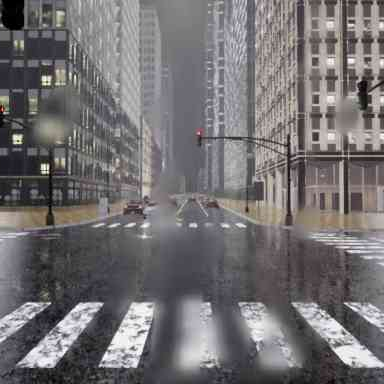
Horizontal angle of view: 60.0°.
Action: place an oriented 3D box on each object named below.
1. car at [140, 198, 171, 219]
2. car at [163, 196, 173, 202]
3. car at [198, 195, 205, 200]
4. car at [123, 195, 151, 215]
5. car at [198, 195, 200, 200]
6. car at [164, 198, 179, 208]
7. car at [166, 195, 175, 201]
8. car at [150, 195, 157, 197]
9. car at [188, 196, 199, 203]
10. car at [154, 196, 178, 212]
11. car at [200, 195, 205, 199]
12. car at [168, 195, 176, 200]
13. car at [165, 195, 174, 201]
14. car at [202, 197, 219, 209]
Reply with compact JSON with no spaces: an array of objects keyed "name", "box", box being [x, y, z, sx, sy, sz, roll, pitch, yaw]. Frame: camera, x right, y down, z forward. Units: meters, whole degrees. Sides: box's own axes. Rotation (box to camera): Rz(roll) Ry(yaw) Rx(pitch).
[{"name":"car","box":[-3.109,1.537,29.214,1.812,1.442,4.674,0,0,0]},{"name":"car","box":[-5.689,1.582,78.342,2.008,1.369,4.403,1,0,0]},{"name":"car","box":[2.688,1.583,95.150,1.887,1.381,4.507,1,0,0]},{"name":"car","box":[-5.679,1.453,33.741,1.967,1.590,4.097,1,0,0]},{"name":"car","box":[2.693,1.590,61.687,1.947,1.339,4.313,1,0,0]},{"name":"car","box":[-3.099,1.620,50.879,1.895,1.301,4.718,0,0,0]},{"name":"car","box":[-5.691,1.587,89.493,2.008,1.369,4.403,1,0,0]},{"name":"car","box":[-5.679,1.332,44.891,2.192,1.841,5.009,1,0,0]},{"name":"car","box":[0.072,1.573,70.456,2.033,1.411,5.357,0,0,0]},{"name":"car","box":[-3.106,1.562,39.445,2.033,1.411,5.357,0,0,0]},{"name":"car","box":[2.695,1.547,56.280,1.752,1.417,4.829,1,0,0]},{"name":"car","box":[-5.693,1.605,95.068,1.947,1.339,4.313,1,0,0]},{"name":"car","box":[-5.690,1.578,83.917,1.887,1.381,4.507,1,0,0]},{"name":"car","box":[2.695,1.599,44.954,1.802,1.307,4.206,1,0,0]}]
